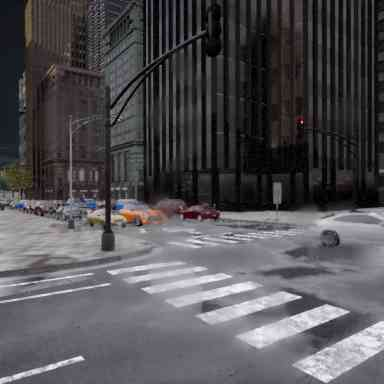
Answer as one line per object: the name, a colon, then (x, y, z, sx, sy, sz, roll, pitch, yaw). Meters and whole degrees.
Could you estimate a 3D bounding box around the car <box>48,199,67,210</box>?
car: (-24.062, 2.169, 59.563, 2.097, 1.767, 4.553, 0, -1, -35)

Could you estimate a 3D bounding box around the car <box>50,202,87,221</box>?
car: (-12.040, 2.003, 32.477, 2.008, 1.369, 4.403, -1, 0, -35)

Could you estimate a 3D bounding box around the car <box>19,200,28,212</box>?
car: (-23.355, 2.156, 48.413, 1.967, 1.590, 4.097, -1, 0, -35)

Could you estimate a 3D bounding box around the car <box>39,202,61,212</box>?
car: (-21.803, 2.268, 51.014, 2.033, 1.411, 5.357, 0, -1, -35)

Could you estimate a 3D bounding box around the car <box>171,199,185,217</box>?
car: (-2.369, 1.667, 33.589, 2.192, 1.841, 5.009, -1, 0, -35)

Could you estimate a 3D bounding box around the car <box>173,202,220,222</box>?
car: (0.576, 1.828, 29.437, 1.887, 1.381, 4.507, -1, 0, -35)

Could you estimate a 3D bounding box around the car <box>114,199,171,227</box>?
car: (-3.888, 1.652, 25.611, 2.097, 1.767, 4.553, 0, -1, -35)

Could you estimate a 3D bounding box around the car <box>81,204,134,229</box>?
car: (-6.286, 1.843, 24.371, 1.752, 1.417, 4.829, -1, 0, -35)

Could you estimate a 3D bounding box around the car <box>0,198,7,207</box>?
car: (-41.279, 2.666, 73.667, 1.887, 1.381, 4.507, -1, 0, -35)

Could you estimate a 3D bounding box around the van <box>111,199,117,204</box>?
van: (-8.249, 1.831, 41.892, 1.690, 1.788, 3.998, -1, 0, -35)

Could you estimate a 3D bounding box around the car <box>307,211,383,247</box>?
car: (7.125, 1.522, 13.481, 4.674, 1.442, 1.812, 0, 0, 33)

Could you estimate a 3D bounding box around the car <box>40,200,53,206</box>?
car: (-34.732, 2.659, 79.173, 1.947, 1.339, 4.313, -1, 0, -35)

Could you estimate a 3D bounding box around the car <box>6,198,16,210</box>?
car: (-31.943, 2.353, 60.511, 1.967, 1.590, 4.097, -1, 0, -35)

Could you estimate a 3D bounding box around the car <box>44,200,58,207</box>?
car: (-31.720, 2.594, 74.930, 1.947, 1.339, 4.313, -1, 0, -35)

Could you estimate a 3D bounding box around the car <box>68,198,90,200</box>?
car: (-17.904, 1.897, 50.879, 2.150, 2.045, 5.566, 0, -1, -35)

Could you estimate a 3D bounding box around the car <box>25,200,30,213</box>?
car: (-20.525, 2.195, 44.430, 1.887, 1.381, 4.507, -1, 0, -35)

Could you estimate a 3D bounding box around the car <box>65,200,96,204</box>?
car: (-12.276, 1.990, 37.444, 2.128, 1.511, 4.902, 0, -1, -35)

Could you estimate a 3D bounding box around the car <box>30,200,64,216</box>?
car: (-17.702, 1.900, 40.446, 2.192, 1.841, 5.009, -1, 0, -35)

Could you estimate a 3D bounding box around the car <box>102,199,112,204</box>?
car: (-11.189, 1.874, 46.043, 2.192, 1.841, 5.009, -1, 0, -35)

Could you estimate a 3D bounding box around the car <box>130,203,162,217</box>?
car: (-5.303, 2.003, 37.740, 1.802, 1.307, 4.206, -1, 0, -35)

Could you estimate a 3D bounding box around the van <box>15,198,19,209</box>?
van: (-26.185, 2.122, 52.398, 1.690, 1.788, 3.998, -1, 0, -35)

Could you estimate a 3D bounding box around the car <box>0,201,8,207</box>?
car: (-44.391, 2.770, 78.051, 1.802, 1.307, 4.206, -1, 0, -35)
